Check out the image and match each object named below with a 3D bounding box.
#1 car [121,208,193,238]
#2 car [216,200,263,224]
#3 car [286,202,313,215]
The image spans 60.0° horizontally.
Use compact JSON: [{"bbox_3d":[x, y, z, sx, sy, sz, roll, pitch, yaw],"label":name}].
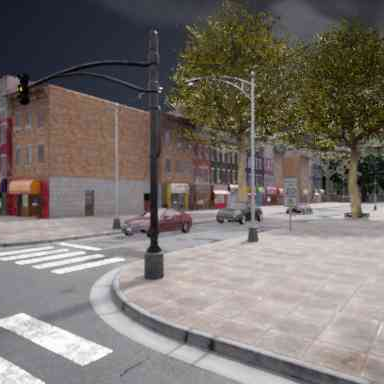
[{"bbox_3d":[-1.757,1.611,18.374,1.812,1.442,4.674,0,-1,35],"label":"car"},{"bbox_3d":[3.778,1.505,26.006,2.097,1.767,4.553,0,-1,36],"label":"car"},{"bbox_3d":[12.105,1.832,37.458,1.994,1.385,4.181,0,-1,36],"label":"car"}]
